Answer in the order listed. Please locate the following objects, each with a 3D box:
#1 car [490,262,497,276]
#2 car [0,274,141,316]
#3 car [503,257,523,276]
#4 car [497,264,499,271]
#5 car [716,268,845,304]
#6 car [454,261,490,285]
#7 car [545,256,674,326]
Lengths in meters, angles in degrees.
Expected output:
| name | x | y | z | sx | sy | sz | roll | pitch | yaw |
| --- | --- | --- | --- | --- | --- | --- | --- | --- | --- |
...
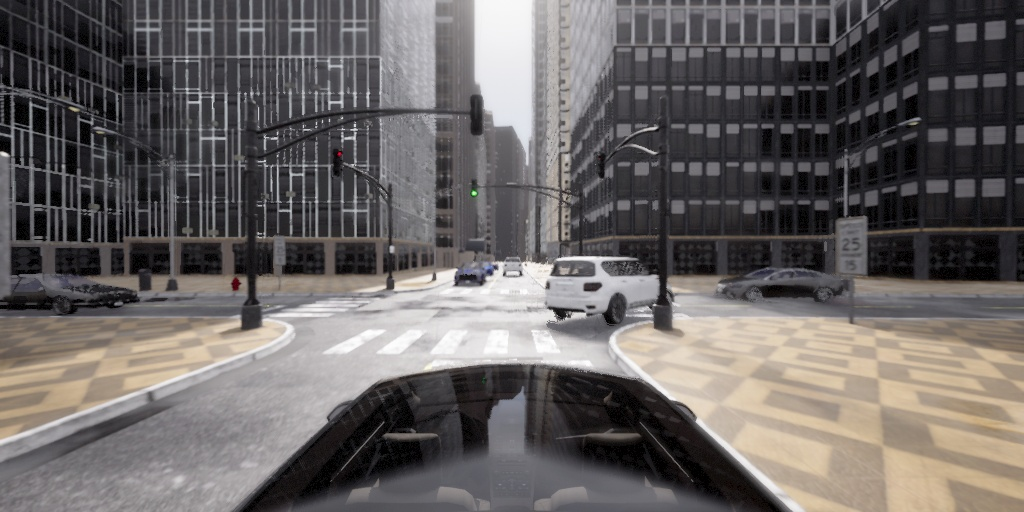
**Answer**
| name | x | y | z | sx | sy | sz | roll | pitch | yaw |
| --- | --- | --- | --- | --- | --- | --- | --- | --- | --- |
| car | -3.101 | 1.423 | 40.796 | 1.882 | 1.535 | 5.008 | 0 | 0 | 0 |
| car | -17.315 | 1.394 | 13.374 | 5.357 | 1.411 | 2.033 | 0 | 0 | 0 |
| car | 0.086 | 1.173 | 41.799 | 2.150 | 2.045 | 5.566 | 0 | 0 | 0 |
| car | -3.070 | 1.632 | 56.050 | 1.895 | 1.301 | 4.718 | 0 | 0 | 0 |
| car | 11.827 | 1.267 | 16.030 | 4.902 | 1.511 | 2.128 | 0 | 0 | 4 |
| car | -3.104 | 1.225 | 27.372 | 2.097 | 1.767 | 4.553 | 0 | 0 | 0 |
| car | 3.465 | 1.038 | 12.376 | 5.566 | 2.045 | 2.150 | 0 | -1 | -45 |
